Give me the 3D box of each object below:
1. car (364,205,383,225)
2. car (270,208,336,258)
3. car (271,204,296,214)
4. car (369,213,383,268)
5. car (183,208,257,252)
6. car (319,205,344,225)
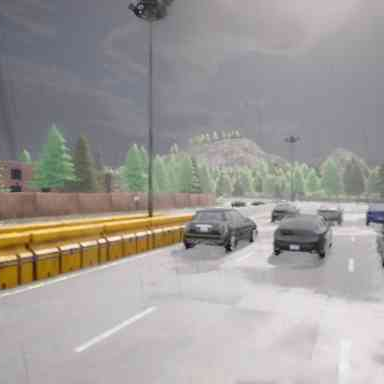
[{"bbox_3d":[14.698,1.750,26.193,1.882,1.535,5.008,0,0,27],"label":"car"},{"bbox_3d":[4.600,1.652,13.599,1.837,1.490,4.892,0,0,27],"label":"car"},{"bbox_3d":[8.075,1.813,28.603,1.837,1.490,4.892,0,0,27],"label":"car"},{"bbox_3d":[7.301,1.664,11.180,2.033,1.411,5.357,0,-1,26],"label":"car"},{"bbox_3d":[1.424,1.516,15.073,2.097,1.767,4.553,0,-1,27],"label":"car"},{"bbox_3d":[11.216,1.778,27.059,2.128,1.511,4.902,0,-1,27],"label":"car"}]
